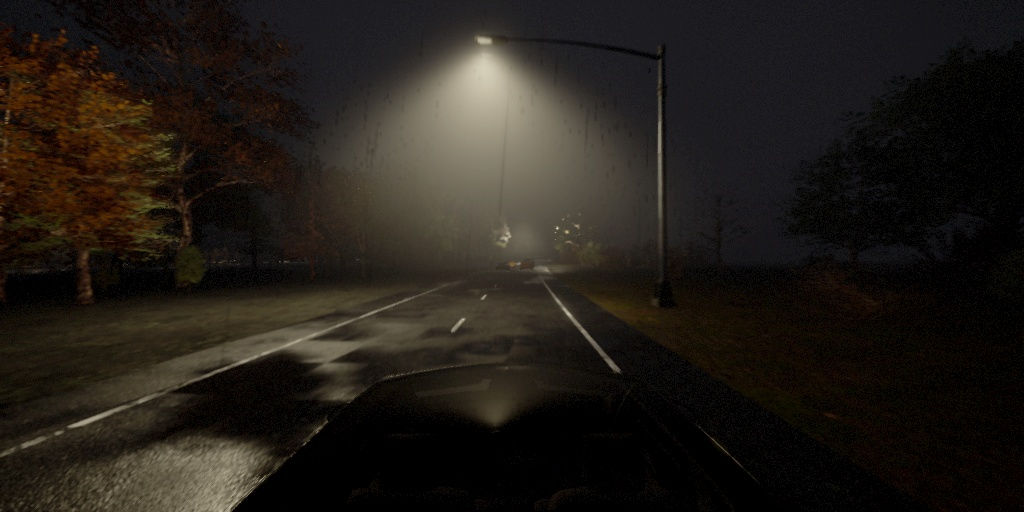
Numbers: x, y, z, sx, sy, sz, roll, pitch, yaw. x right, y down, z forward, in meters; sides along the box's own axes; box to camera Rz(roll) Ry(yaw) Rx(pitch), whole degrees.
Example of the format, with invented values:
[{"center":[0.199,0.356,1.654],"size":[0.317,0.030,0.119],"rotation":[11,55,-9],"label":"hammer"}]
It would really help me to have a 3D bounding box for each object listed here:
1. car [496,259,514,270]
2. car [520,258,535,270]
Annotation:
[{"center":[-1.294,1.444,54.435],"size":[1.994,1.385,4.181],"rotation":[0,0,4],"label":"car"},{"center":[2.220,1.342,54.527],"size":[1.882,1.535,5.008],"rotation":[0,0,4],"label":"car"}]
